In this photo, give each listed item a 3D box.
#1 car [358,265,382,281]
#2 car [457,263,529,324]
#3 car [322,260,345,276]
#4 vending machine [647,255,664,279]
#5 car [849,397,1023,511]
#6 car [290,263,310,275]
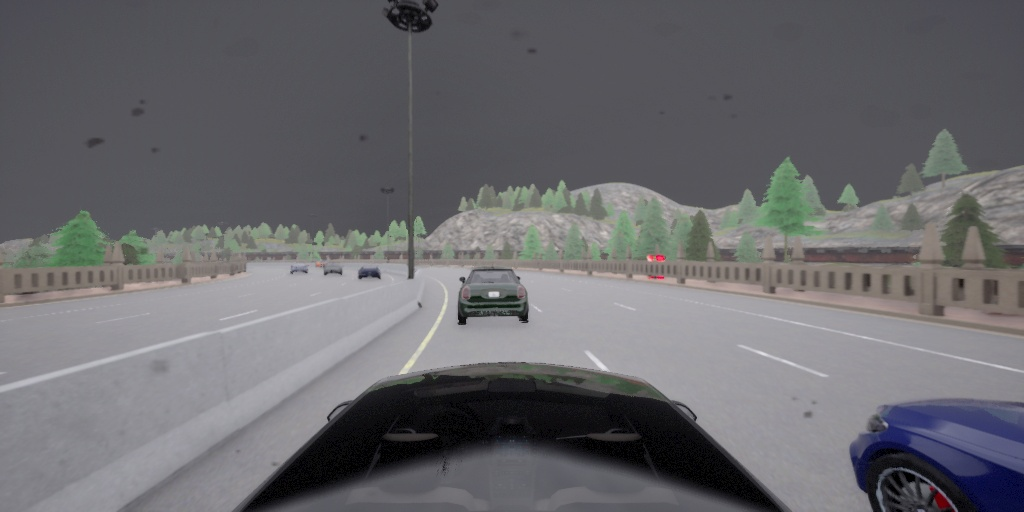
[{"bbox_3d":[-12.872,1.482,32.556,1.895,1.301,4.718,0,0,-21],"label":"car"},{"bbox_3d":[-0.726,1.114,12.297,2.097,1.767,4.553,0,0,-6],"label":"car"},{"bbox_3d":[-20.128,1.475,40.425,1.837,1.490,4.892,0,0,-27],"label":"car"},{"bbox_3d":[11.454,0.906,28.619,1.100,2.100,0.880,0,0,-14],"label":"vending machine"},{"bbox_3d":[3.465,1.261,0.724,1.812,1.442,4.674,0,0,0],"label":"car"},{"bbox_3d":[-27.032,1.583,45.622,1.812,1.442,4.674,0,0,-32],"label":"car"}]
